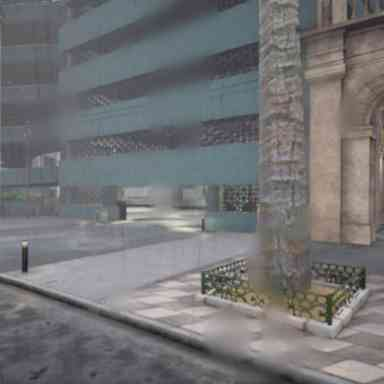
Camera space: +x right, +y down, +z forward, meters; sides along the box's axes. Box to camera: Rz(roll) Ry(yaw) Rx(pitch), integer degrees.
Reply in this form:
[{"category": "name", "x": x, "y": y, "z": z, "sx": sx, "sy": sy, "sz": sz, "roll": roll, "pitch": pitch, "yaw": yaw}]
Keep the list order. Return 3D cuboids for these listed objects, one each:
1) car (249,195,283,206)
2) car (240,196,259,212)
[{"category": "car", "x": 11.107, "y": 1.255, "z": 50.035, "sx": 4.674, "sy": 1.452, "sz": 2.002, "roll": 0, "pitch": 0, "yaw": 36}, {"category": "car", "x": 5.930, "y": 1.004, "z": 21.622, "sx": 5.566, "sy": 2.045, "sz": 2.435, "roll": 0, "pitch": 0, "yaw": 36}]
